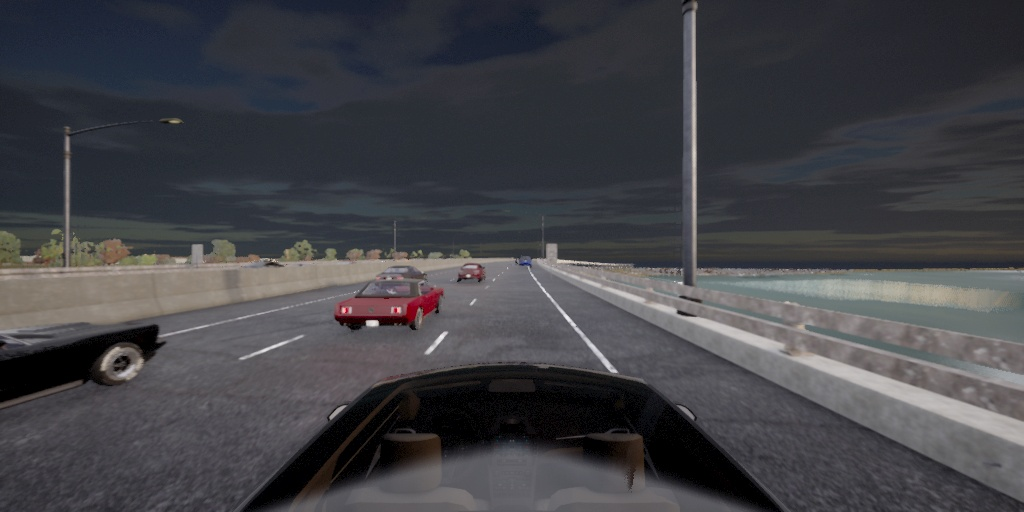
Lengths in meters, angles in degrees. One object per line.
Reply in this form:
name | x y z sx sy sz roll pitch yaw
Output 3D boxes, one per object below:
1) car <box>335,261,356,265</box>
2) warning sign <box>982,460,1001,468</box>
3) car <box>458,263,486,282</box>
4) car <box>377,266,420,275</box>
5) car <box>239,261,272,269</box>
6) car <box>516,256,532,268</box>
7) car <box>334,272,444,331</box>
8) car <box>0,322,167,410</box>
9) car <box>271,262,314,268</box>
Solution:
car | -17.206 1.291 36.779 1.812 1.442 4.674 0 0 2
warning sign | 4.548 0.866 2.604 1.300 1.860 1.060 0 0 0
car | -3.166 1.284 28.671 1.812 1.442 4.674 0 0 1
car | -6.772 1.302 22.308 2.033 1.411 5.357 0 0 1
car | -24.246 1.269 34.767 1.837 1.490 4.892 0 0 1
car | 2.335 1.015 62.165 2.150 2.045 5.566 0 0 2
car | -3.370 1.351 10.933 1.895 1.301 4.718 0 0 0
car | -6.926 1.350 4.020 1.895 1.301 4.718 0 0 1
car | -20.744 1.365 35.018 1.895 1.301 4.718 0 0 1
